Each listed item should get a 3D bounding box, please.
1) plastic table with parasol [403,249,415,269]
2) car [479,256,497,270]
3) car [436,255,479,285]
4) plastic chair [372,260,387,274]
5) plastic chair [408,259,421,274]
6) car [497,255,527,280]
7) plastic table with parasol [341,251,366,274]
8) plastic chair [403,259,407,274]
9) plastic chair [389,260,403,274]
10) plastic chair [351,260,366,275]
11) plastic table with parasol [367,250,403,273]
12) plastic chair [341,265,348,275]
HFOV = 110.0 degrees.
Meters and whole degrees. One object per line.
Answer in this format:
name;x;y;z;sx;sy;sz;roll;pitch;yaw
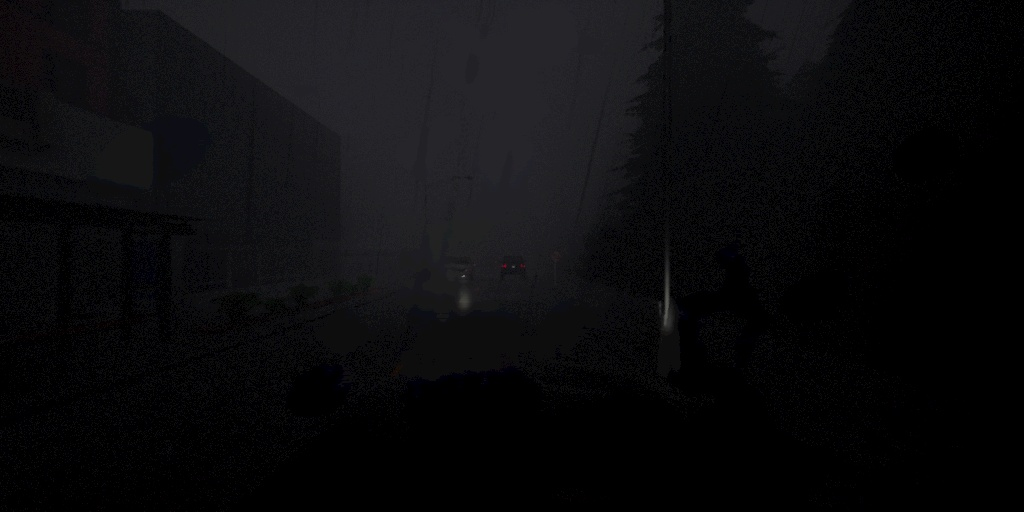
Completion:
plastic table with parasol;-13.360;0.678;44.736;2.482;2.480;2.482;0;0;0
car;-3.330;0.978;53.162;2.150;2.045;5.566;2;-1;-39
car;-4.026;0.974;26.489;2.150;2.045;5.566;0;0;1
plastic chair;-14.240;1.281;38.596;0.750;1.272;0.730;0;0;0
plastic chair;-12.110;1.282;44.586;0.730;1.272;0.750;0;0;0
car;0.107;0.972;31.565;2.150;2.045;5.566;0;0;0
plastic table with parasol;-17.140;0.677;37.236;2.482;2.480;2.482;0;0;0
plastic chair;-13.520;1.281;43.426;0.750;1.272;0.730;0;0;0
plastic chair;-12.830;1.281;39.756;0.730;1.272;0.750;0;0;0
plastic chair;-15.880;1.281;37.116;0.730;1.272;0.750;0;0;0
plastic table with parasol;-14.080;0.677;39.876;2.482;2.480;2.482;0;0;0
plastic chair;-17.291;1.281;35.956;0.750;1.272;0.730;0;0;0
